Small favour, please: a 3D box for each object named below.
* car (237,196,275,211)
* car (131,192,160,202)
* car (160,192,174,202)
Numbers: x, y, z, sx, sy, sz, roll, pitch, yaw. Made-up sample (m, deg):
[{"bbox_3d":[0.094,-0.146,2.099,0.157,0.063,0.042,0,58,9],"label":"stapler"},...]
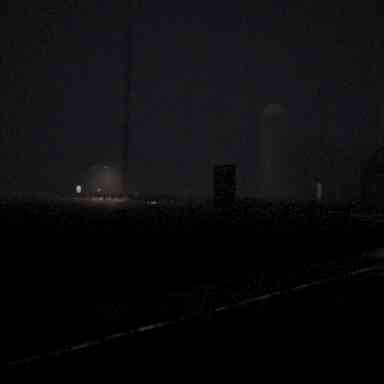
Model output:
[{"bbox_3d":[7.243,1.275,37.952,1.837,1.490,4.892,-1,1,-36],"label":"car"},{"bbox_3d":[-8.428,1.059,59.657,2.033,1.411,5.357,-1,1,-35],"label":"car"},{"bbox_3d":[-5.215,0.858,60.033,2.097,1.767,4.553,-1,1,-36],"label":"car"}]
